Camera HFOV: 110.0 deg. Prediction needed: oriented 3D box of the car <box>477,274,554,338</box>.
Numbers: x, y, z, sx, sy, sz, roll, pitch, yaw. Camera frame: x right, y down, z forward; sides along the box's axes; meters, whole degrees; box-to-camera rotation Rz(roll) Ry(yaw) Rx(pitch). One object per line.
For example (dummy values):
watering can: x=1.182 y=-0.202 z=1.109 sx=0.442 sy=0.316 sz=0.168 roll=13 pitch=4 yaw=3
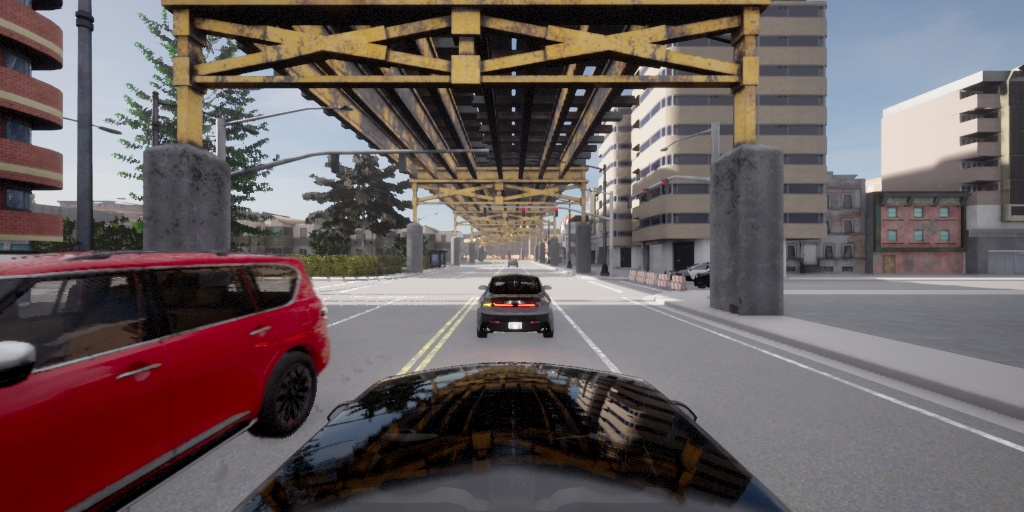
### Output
car: x=0.087 y=1.255 z=10.172 sx=1.837 sy=1.490 sz=4.892 roll=0 pitch=0 yaw=0

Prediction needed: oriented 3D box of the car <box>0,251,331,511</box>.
car: x=-3.524 y=0.971 z=2.526 sx=2.150 sy=2.045 sz=5.566 roll=0 pitch=0 yaw=1

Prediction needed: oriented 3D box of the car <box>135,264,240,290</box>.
car: x=-20.035 y=1.255 z=22.285 sx=4.892 sy=1.490 sz=1.837 roll=0 pitch=0 yaw=0

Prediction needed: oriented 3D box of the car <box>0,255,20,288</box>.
car: x=-34.970 y=0.973 z=22.379 sx=5.566 sy=2.045 sz=2.150 roll=0 pitch=0 yaw=0
